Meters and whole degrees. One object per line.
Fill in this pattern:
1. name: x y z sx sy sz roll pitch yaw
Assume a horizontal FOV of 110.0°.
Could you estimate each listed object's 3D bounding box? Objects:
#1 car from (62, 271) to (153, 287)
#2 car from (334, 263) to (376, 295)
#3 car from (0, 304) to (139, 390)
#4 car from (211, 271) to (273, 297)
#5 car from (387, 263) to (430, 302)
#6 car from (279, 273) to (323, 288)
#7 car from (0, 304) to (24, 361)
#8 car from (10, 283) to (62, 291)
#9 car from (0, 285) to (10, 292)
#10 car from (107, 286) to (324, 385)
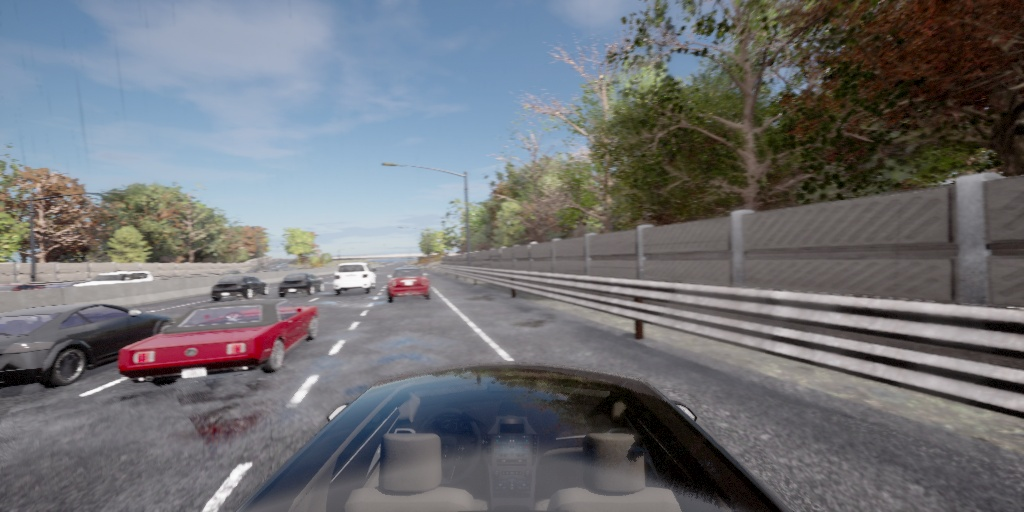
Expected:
1. car: -29.920 2.246 27.158 2.150 2.045 5.566 -2 0 -17
2. car: -10.808 1.499 24.927 2.150 2.045 5.566 -2 0 -17
3. car: -9.248 1.697 7.524 1.994 1.385 4.181 -2 0 -17
4. car: -17.679 2.041 23.540 1.837 1.490 4.892 -2 0 -17
5. car: -5.743 1.409 19.870 2.097 1.767 4.553 -2 0 -17
6. car: -14.322 1.916 24.528 1.837 1.490 4.892 -2 0 -17
7. car: -12.598 1.858 6.530 1.895 1.301 4.718 -2 0 -17
8. car: -33.537 2.712 27.088 2.033 1.411 5.357 -2 0 -17
9. car: -36.987 2.819 26.433 1.812 1.442 4.674 -2 0 -16
10. car: -5.688 1.598 7.827 1.895 1.301 4.718 -2 0 -17
